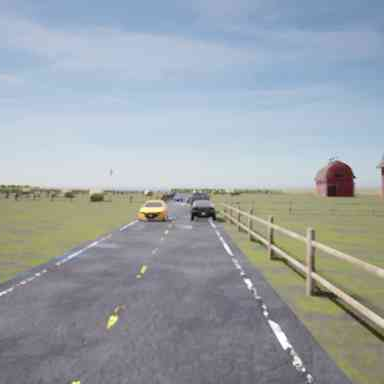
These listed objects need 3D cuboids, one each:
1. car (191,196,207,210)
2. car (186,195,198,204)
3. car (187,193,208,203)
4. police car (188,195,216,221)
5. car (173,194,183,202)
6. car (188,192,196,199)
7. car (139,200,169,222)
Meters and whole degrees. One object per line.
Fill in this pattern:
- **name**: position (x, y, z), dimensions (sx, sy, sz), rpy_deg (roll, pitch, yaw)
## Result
- **car**: position (0.829, 1.342, 42.132), dimensions (1.837, 1.490, 4.892), rpy_deg (0, 0, 0)
- **car**: position (0.008, 1.312, 60.329), dimensions (2.033, 1.411, 5.357), rpy_deg (0, 0, 0)
- **car**: position (0.828, 1.085, 36.160), dimensions (2.150, 2.045, 5.566), rpy_deg (0, 0, 0)
- **police car**: position (0.827, 1.325, 26.242), dimensions (1.930, 1.638, 5.238), rpy_deg (0, 0, 0)
- **car**: position (-2.748, 1.225, 66.940), dimensions (1.882, 1.535, 5.008), rpy_deg (0, 0, 0)
- **car**: position (0.010, 0.923, 88.575), dimensions (2.097, 1.767, 4.553), rpy_deg (0, 0, 0)
- **car**: position (-2.844, 1.380, 25.550), dimensions (1.882, 1.535, 5.008), rpy_deg (0, 0, 0)
